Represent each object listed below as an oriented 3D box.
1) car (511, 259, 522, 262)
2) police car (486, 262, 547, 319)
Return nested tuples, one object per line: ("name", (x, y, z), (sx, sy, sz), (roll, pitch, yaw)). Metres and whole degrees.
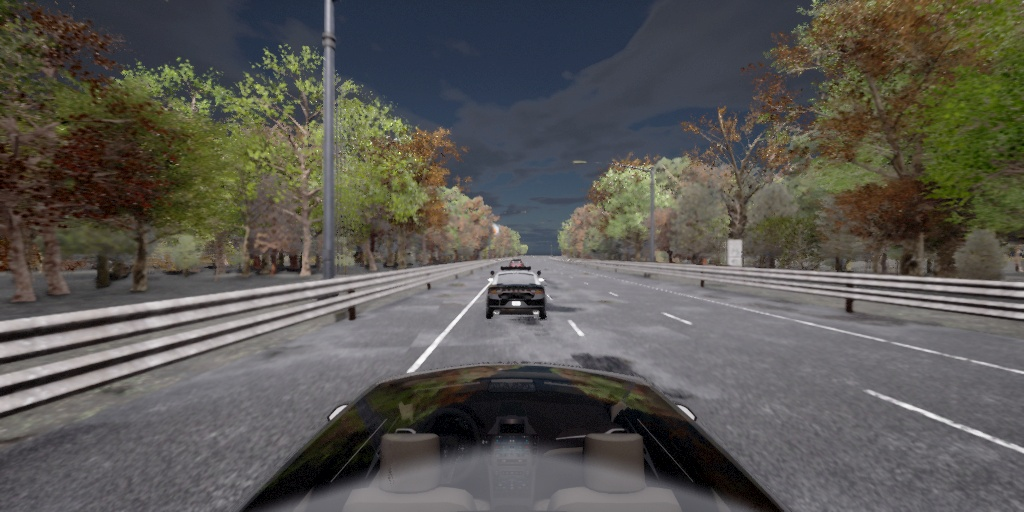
("car", (0.558, 1.175, 44.650), (2.033, 1.649, 4.856), (0, 0, 1))
("police car", (0.139, 1.174, 13.014), (1.930, 1.638, 5.238), (0, 0, 0))
